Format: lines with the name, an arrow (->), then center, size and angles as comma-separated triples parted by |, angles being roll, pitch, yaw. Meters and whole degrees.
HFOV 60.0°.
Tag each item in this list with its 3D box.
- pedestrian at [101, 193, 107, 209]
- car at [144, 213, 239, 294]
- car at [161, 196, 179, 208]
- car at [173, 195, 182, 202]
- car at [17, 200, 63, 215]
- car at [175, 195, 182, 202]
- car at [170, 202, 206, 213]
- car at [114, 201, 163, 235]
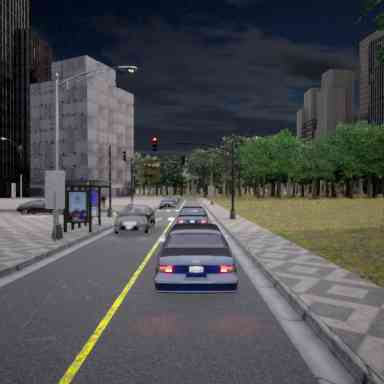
pedestrian -> -10.122, 1.051, 38.143 | 0.375, 1.860, 0.375 | 0, 0, 1
car -> 0.084, 1.545, 8.952 | 2.033, 1.411, 5.357 | 0, 0, 0
car -> -3.140, 1.524, 43.504 | 1.994, 1.385, 4.181 | 0, 0, 0
car -> -3.114, 1.407, 72.626 | 1.837, 1.490, 4.892 | 0, 0, 0
car -> -14.381, 1.478, 32.032 | 4.674, 1.442, 1.812 | 0, 0, 2
car -> -3.144, 1.426, 57.555 | 2.128, 1.511, 4.902 | 0, 0, 0
car -> 0.058, 1.538, 19.287 | 2.033, 1.411, 5.357 | 0, 0, 1
car -> -3.118, 1.482, 18.954 | 2.128, 1.511, 4.902 | 0, 0, 0
